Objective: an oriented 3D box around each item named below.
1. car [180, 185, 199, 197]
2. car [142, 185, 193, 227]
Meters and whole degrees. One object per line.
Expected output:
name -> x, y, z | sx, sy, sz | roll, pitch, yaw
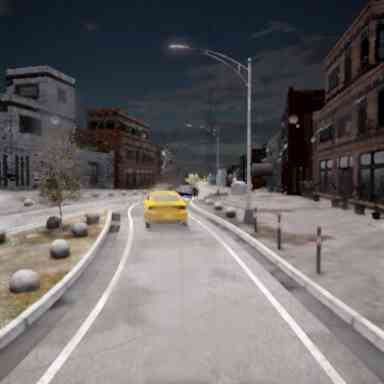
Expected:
car -> -0.510, -0.114, 36.755 | 1.994, 1.385, 4.181 | 1, 1, 13
car -> -1.424, 0.704, 16.646 | 1.882, 1.535, 5.008 | 0, 4, -10
